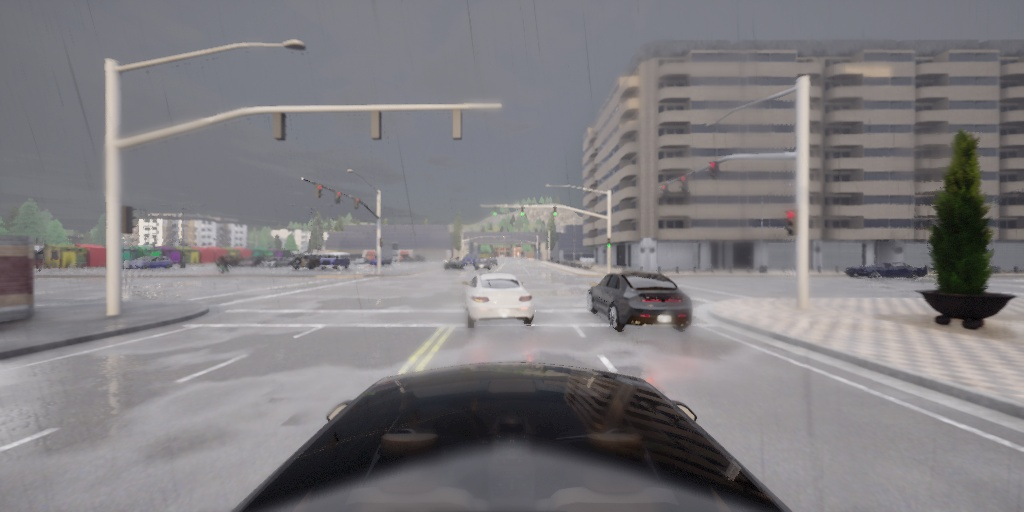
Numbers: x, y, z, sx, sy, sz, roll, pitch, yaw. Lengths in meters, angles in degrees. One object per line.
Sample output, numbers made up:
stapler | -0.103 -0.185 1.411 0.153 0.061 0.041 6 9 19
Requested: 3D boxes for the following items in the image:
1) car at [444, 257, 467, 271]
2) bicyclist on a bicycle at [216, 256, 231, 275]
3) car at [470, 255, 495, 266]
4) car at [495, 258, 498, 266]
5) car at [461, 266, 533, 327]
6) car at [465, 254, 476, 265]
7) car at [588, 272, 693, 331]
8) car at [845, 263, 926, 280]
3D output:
car | -7.080 1.142 44.030 1.895 1.301 4.718 0 0 0
bicyclist on a bicycle | -25.324 0.850 31.533 0.582 1.620 1.656 0 0 0
car | -3.578 1.029 44.715 2.128 1.511 4.902 0 0 0
car | -3.502 0.993 63.424 2.033 1.411 5.357 0 0 0
car | -0.552 1.225 11.314 1.812 1.442 4.674 0 1 -9
car | -7.027 0.679 60.890 2.150 2.045 5.566 0 0 0
car | 3.593 1.210 10.841 1.837 1.490 4.892 0 0 0
car | 29.202 1.166 28.164 4.718 1.301 1.895 0 0 1
